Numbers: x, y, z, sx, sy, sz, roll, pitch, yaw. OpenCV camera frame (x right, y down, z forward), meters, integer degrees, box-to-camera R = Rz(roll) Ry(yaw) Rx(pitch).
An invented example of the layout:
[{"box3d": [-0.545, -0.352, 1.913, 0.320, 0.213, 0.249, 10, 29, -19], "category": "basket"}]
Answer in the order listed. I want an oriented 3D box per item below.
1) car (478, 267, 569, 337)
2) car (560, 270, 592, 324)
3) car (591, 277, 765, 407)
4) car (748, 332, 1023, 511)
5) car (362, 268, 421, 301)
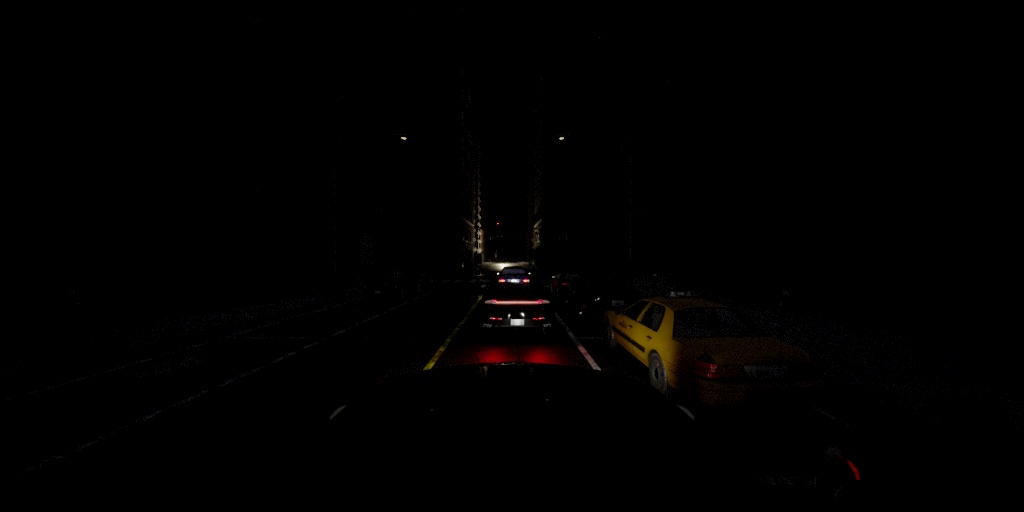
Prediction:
[{"box3d": [0.104, 1.239, 10.301, 2.128, 1.511, 4.902, 0, 0, 0], "category": "car"}, {"box3d": [2.876, 1.312, 11.776, 1.948, 1.339, 4.313, 0, 0, 0], "category": "car"}, {"box3d": [2.874, 1.274, 6.360, 1.751, 1.417, 4.829, 0, 0, 0], "category": "car"}, {"box3d": [2.873, 1.300, 0.604, 2.007, 1.370, 4.403, 0, 0, 0], "category": "car"}, {"box3d": [-5.668, 1.290, 17.361, 1.888, 1.381, 4.507, 0, 0, 0], "category": "car"}]
